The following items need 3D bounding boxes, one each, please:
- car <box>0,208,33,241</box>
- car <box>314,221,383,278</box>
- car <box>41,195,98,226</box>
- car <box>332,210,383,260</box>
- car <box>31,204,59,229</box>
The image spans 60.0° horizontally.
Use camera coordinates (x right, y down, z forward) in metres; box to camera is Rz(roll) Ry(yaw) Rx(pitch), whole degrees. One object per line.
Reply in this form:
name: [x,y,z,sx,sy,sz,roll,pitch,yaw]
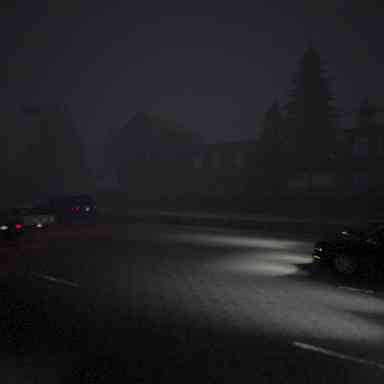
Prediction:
car: [-9.868,1.539,15.333,5.357,1.411,2.033,0,0,36]
car: [5.708,1.505,8.519,4.892,1.490,1.837,0,0,36]
car: [-9.006,1.213,23.319,5.566,2.045,2.150,0,0,36]
car: [7.649,1.491,11.433,4.902,1.511,2.128,0,0,36]
car: [-10.397,1.591,20.011,4.718,1.301,1.895,0,0,36]
